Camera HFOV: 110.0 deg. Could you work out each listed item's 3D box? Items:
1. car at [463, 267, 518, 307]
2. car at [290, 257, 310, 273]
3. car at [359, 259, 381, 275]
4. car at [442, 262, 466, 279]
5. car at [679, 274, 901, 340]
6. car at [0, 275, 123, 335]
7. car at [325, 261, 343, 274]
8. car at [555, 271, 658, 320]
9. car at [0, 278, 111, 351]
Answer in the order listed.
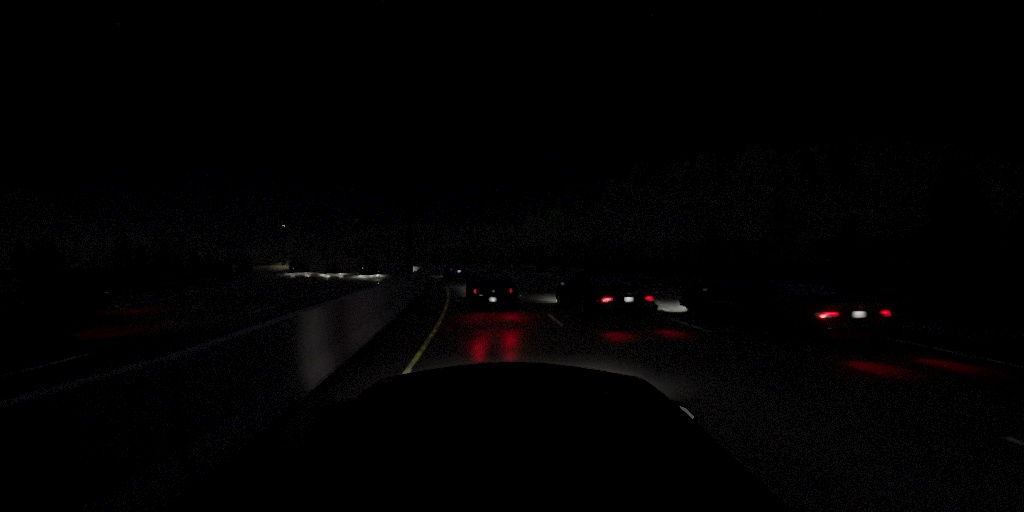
[{"bbox_3d":[-1.006,1.314,15.395,1.895,1.301,4.718,-1,0,-8],"label":"car"},{"bbox_3d":[-29.450,1.227,49.800,2.150,2.045,5.566,-1,0,-34],"label":"car"},{"bbox_3d":[-16.221,1.180,40.815,2.097,1.767,4.553,-1,0,-26],"label":"car"},{"bbox_3d":[-5.092,1.267,32.344,1.994,1.385,4.181,-1,0,-18],"label":"car"},{"bbox_3d":[6.689,1.196,9.612,2.033,1.411,5.357,-1,0,-5],"label":"car"},{"bbox_3d":[-14.706,1.409,10.547,1.812,1.442,4.674,-1,0,-7],"label":"car"},{"bbox_3d":[-22.487,1.386,45.258,1.882,1.535,5.008,-1,0,-30],"label":"car"},{"bbox_3d":[2.925,1.227,12.321,2.033,1.411,5.357,-1,0,-7],"label":"car"},{"bbox_3d":[-10.858,1.340,6.504,2.128,1.511,4.902,-1,0,-4],"label":"car"}]
